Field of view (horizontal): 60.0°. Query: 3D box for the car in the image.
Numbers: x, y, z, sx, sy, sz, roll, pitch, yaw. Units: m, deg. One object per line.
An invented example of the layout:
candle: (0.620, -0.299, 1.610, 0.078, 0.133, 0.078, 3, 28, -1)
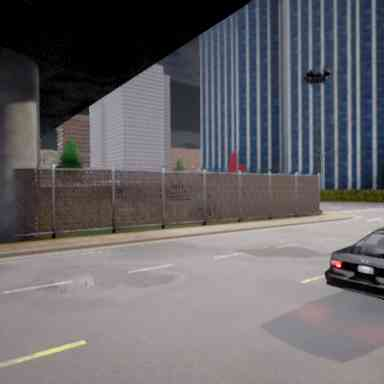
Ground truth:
car: (5.232, 1.452, 7.588, 5.357, 1.411, 2.033, -1, 0, -36)
